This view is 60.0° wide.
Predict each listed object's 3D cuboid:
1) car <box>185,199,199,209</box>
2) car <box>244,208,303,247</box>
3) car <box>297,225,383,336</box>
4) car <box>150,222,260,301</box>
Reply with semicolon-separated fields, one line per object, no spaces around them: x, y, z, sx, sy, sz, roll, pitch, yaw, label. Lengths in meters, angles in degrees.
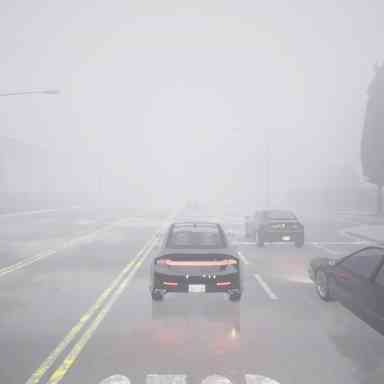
0.010;1.601;44.132;1.895;1.301;4.718;0;0;0;car
3.568;1.505;15.014;1.837;1.490;4.892;0;0;0;car
3.589;1.547;5.267;2.033;1.411;5.357;0;0;0;car
0.083;1.492;8.313;2.128;1.511;4.902;0;0;0;car
